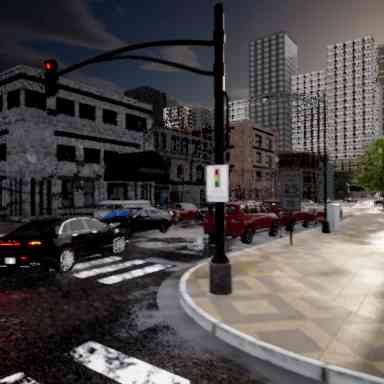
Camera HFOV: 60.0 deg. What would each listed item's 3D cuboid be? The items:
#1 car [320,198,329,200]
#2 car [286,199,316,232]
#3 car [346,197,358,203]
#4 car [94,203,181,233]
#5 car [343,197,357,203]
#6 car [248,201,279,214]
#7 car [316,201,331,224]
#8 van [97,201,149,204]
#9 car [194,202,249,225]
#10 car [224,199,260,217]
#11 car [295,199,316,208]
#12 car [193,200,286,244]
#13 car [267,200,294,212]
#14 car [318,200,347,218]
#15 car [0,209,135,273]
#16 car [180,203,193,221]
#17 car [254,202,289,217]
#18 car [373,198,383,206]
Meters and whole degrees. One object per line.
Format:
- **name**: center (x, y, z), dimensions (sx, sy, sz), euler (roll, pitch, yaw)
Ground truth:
- **car**: center (24.442, 1.845, 61.510), dimensions (2.008, 1.369, 4.403), euler (-1, -1, 35)
- **car**: center (5.690, 1.381, 20.629), dimensions (2.192, 1.841, 5.009), euler (-1, -1, 35)
- **car**: center (40.432, 1.965, 84.031), dimensions (1.887, 1.381, 4.507), euler (-1, -1, 35)
- **car**: center (-3.075, 1.572, 18.277), dimensions (2.128, 1.511, 4.902), euler (0, 0, 35)
- **car**: center (37.234, 1.944, 79.526), dimensions (2.008, 1.369, 4.403), euler (-1, -1, 35)
- **car**: center (8.451, 1.730, 38.988), dimensions (2.008, 1.369, 4.403), euler (-1, -1, 35)
- **car**: center (8.890, 1.630, 25.131), dimensions (1.887, 1.381, 4.507), euler (-1, -1, 35)
- **van**: center (-4.342, 1.443, 20.973), dimensions (1.690, 1.788, 3.998), euler (-1, -1, 35)
- **car**: center (2.407, 1.603, 25.999), dimensions (2.128, 1.511, 4.902), euler (0, 0, 35)
- **car**: center (5.253, 1.599, 34.486), dimensions (1.967, 1.590, 4.097), euler (-1, -1, 35)
- **car**: center (17.946, 1.771, 52.362), dimensions (1.752, 1.417, 4.829), euler (-1, -1, 35)
- **car**: center (2.492, 1.363, 16.124), dimensions (2.192, 1.841, 5.009), euler (-1, -1, 35)
- **car**: center (11.649, 1.752, 43.493), dimensions (2.008, 1.369, 4.403), euler (-1, -1, 35)
- **car**: center (12.088, 1.671, 29.635), dimensions (1.947, 1.339, 4.313), euler (-1, -1, 35)
- **car**: center (-3.962, 1.543, 10.918), dimensions (1.837, 1.490, 4.892), euler (-4, -1, 18)
- **car**: center (-1.143, 1.560, 25.476), dimensions (1.967, 1.590, 4.097), euler (-1, -1, 35)
- **car**: center (8.269, 1.749, 34.240), dimensions (1.895, 1.301, 4.718), euler (0, 0, 35)
- **car**: center (34.474, 1.815, 61.165), dimensions (2.008, 1.369, 4.403), euler (-1, -1, 35)
